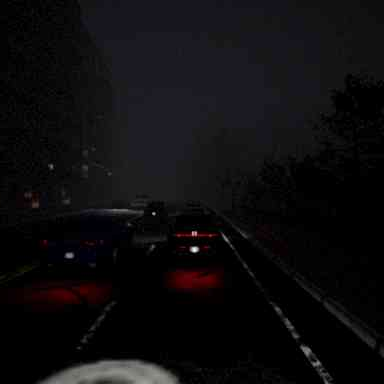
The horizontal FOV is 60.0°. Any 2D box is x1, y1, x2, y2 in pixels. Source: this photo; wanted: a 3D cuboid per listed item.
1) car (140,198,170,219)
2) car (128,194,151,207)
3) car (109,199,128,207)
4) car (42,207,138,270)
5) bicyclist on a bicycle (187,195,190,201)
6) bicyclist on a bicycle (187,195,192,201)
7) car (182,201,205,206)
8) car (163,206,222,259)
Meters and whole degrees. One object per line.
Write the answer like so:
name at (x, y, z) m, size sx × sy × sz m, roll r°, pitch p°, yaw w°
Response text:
car at (-3.132, 1.529, 29.836) m, size 1.837 × 1.490 × 4.892 m, roll 0°, pitch 0°, yaw 0°
car at (-6.618, 1.259, 44.081) m, size 2.150 × 2.045 × 5.566 m, roll 0°, pitch 0°, yaw -1°
car at (-9.882, 1.605, 45.445) m, size 1.994 × 1.385 × 4.181 m, roll 0°, pitch 0°, yaw -1°
car at (-3.168, 1.485, 11.120) m, size 1.882 × 1.535 × 5.008 m, roll 0°, pitch 0°, yaw 0°
bicyclist on a bicycle at (-0.968, 1.522, 87.448) m, size 0.582 × 1.620 × 1.656 m, roll 0°, pitch 0°, yaw -4°
bicyclist on a bicycle at (-0.358, 1.518, 78.393) m, size 0.582 × 1.620 × 1.656 m, roll 0°, pitch 0°, yaw -3°
car at (0.117, 1.516, 29.714) m, size 2.128 × 1.511 × 4.902 m, roll 0°, pitch 0°, yaw 0°
car at (0.092, 1.514, 12.637) m, size 1.837 × 1.490 × 4.892 m, roll 0°, pitch 0°, yaw 0°
